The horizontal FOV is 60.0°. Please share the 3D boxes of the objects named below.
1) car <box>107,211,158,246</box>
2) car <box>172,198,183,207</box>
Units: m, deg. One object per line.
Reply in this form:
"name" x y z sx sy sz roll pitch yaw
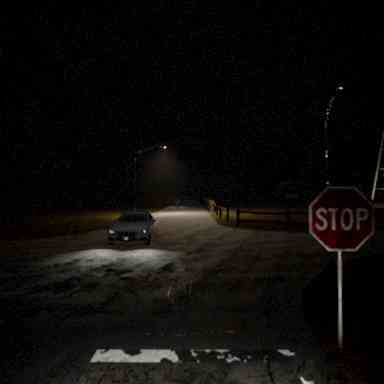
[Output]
"car" -2.703 1.649 16.006 1.812 1.442 4.674 0 0 0
"car" -2.574 1.888 59.081 1.812 1.442 4.674 0 0 0
